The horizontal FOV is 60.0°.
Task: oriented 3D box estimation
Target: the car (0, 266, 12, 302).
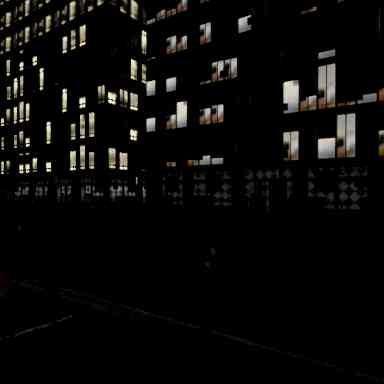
[{"bbox_3d":[-5.554,1.526,6.846,4.829,1.417,1.752,0,0,36],"label":"car"}]
